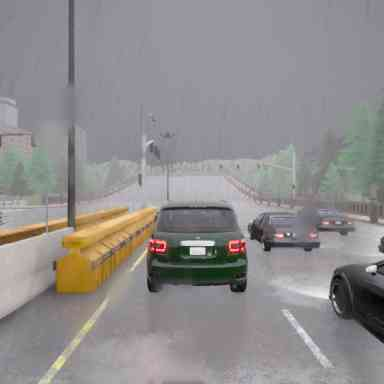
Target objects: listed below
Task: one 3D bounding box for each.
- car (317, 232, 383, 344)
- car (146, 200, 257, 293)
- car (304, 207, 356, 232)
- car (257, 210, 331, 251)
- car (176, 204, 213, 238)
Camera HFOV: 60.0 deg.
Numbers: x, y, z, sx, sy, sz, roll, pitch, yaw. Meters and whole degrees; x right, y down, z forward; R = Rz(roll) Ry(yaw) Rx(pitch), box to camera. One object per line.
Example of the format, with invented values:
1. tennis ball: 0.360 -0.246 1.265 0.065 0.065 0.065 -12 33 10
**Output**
1. car: 3.608 1.564 4.715 1.994 1.385 4.181 0 0 0
2. car: 0.110 1.222 9.030 2.150 2.045 5.566 0 0 0
3. car: 7.116 1.547 18.654 2.033 1.411 5.357 0 0 0
4. car: 3.615 1.547 13.990 2.033 1.411 5.357 0 0 0
5. car: 0.119 1.505 18.881 1.837 1.490 4.892 0 0 0
